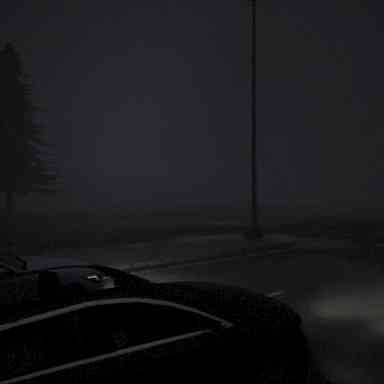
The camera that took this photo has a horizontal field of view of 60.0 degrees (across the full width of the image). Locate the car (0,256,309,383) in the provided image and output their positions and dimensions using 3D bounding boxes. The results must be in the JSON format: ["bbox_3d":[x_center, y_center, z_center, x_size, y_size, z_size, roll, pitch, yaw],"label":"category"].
[{"bbox_3d":[-0.919,1.492,3.092,4.902,1.511,2.128,0,0,-35],"label":"car"}]

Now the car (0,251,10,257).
[{"bbox_3d":[-3.796,1.526,5.338,4.674,1.442,1.812,0,0,-35],"label":"car"}]
